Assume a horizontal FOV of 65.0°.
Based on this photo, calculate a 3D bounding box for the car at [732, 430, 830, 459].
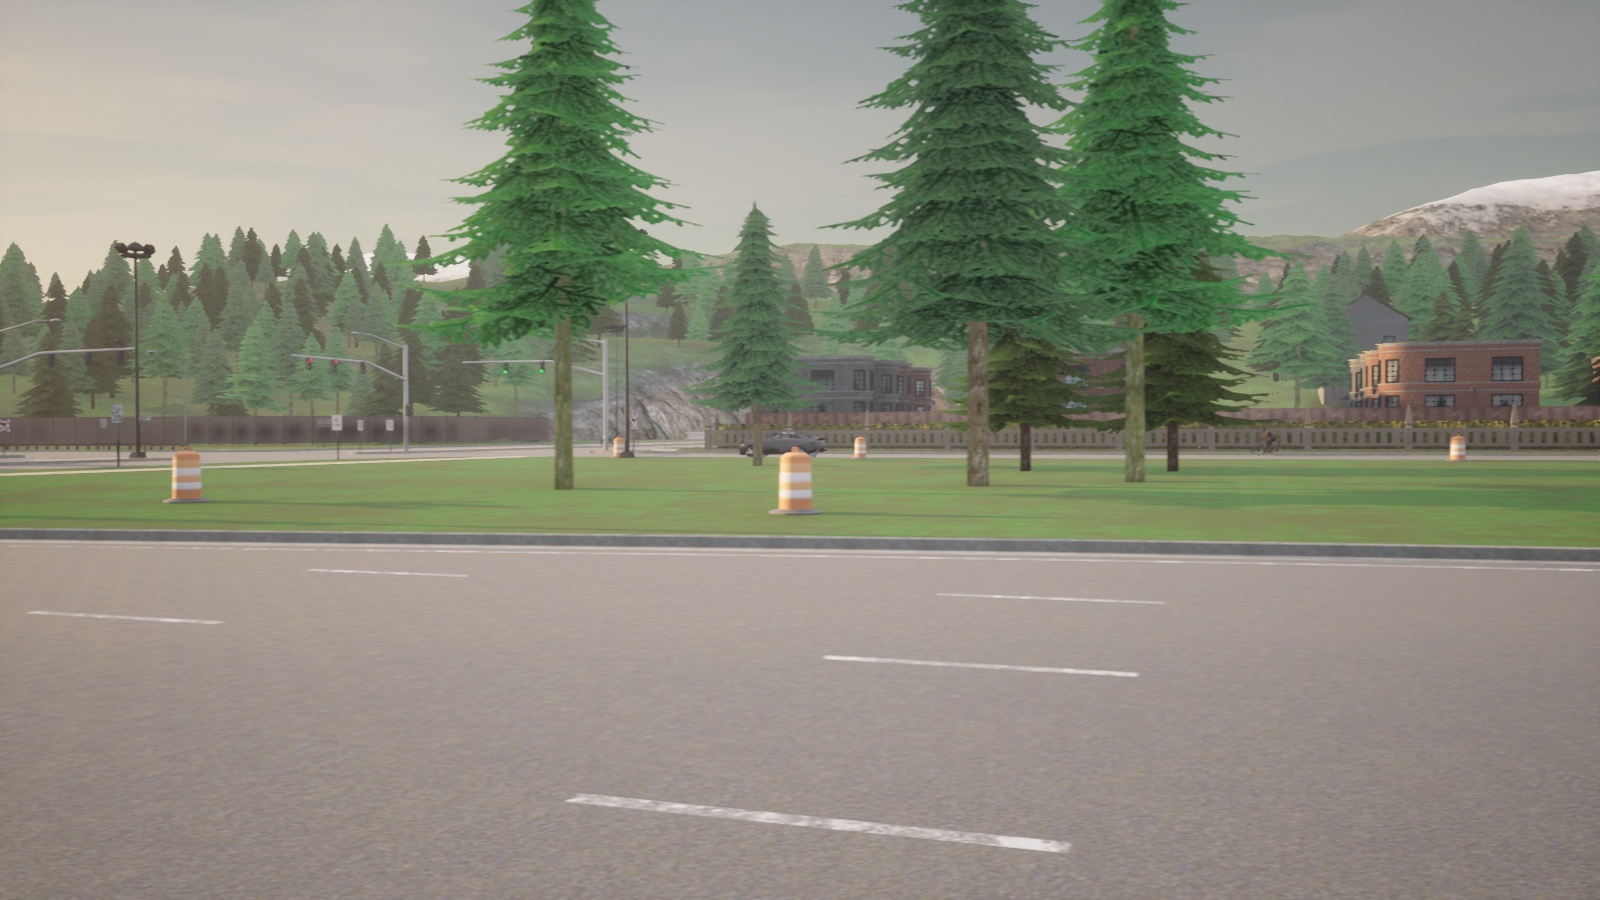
[{"bbox_3d":[-1.006,-0.315,68.332,4.902,1.511,2.128,1,1,18],"label":"car"}]
